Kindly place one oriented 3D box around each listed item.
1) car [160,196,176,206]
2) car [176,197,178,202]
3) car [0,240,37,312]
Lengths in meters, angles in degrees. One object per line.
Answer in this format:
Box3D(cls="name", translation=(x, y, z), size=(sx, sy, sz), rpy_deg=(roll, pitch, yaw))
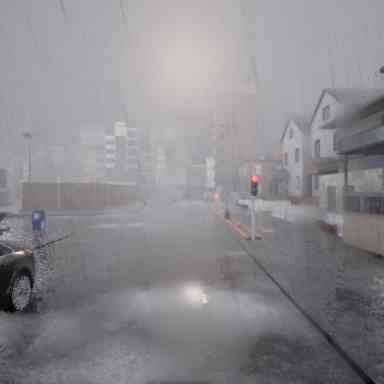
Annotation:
Box3D(cls="car", translation=(-4.073, 1.419, 52.889), size=(1.812, 1.442, 4.674), rpy_deg=(0, 0, 0))
Box3D(cls="car", translation=(-4.008, 1.484, 68.168), size=(1.994, 1.385, 4.181), rpy_deg=(0, 0, 0))
Box3D(cls="car", translation=(-4.085, 1.482, 4.834), size=(2.128, 1.511, 4.902), rpy_deg=(0, 0, 0))
